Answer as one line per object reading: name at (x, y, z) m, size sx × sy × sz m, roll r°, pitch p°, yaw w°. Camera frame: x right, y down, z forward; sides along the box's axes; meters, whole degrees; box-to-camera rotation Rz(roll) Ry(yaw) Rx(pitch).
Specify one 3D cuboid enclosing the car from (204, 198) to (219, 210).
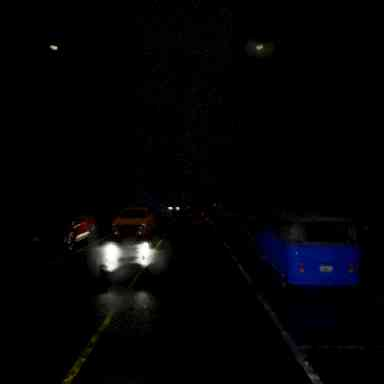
car at (2.846, 1.747, 48.400) m, size 1.967 × 1.590 × 4.097 m, roll 0°, pitch 0°, yaw 0°

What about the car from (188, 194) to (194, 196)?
car at (-0.021, 1.592, 79.067) m, size 2.150 × 2.045 × 5.566 m, roll 0°, pitch 0°, yaw 0°

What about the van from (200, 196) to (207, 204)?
van at (2.837, 1.917, 82.238) m, size 1.690 × 1.788 × 3.998 m, roll 0°, pitch 0°, yaw 0°

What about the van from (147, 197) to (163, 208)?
van at (-5.679, 1.648, 48.414) m, size 1.690 × 1.788 × 3.998 m, roll 0°, pitch 0°, yaw 0°

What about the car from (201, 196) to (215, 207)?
car at (2.842, 1.706, 59.681) m, size 2.192 × 1.841 × 5.009 m, roll 0°, pitch 0°, yaw 0°

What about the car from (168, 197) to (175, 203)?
car at (-5.693, 2.197, 93.353) m, size 1.752 × 1.417 × 4.829 m, roll 0°, pitch -1°, yaw 0°

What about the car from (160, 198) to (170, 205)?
car at (-5.686, 2.028, 70.968) m, size 1.887 × 1.381 × 4.507 m, roll 0°, pitch 0°, yaw 0°

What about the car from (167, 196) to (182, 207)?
car at (-3.063, 1.931, 58.725) m, size 2.033 × 1.411 × 5.357 m, roll 0°, pitch 0°, yaw 1°

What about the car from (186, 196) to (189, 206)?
car at (-0.015, 1.948, 63.489) m, size 1.812 × 1.442 × 4.674 m, roll 0°, pitch 0°, yaw 0°

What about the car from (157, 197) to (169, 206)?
car at (-5.685, 1.877, 65.330) m, size 1.967 × 1.590 × 4.097 m, roll 0°, pitch 0°, yaw 0°

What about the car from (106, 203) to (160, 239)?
car at (-3.106, 1.601, 18.469) m, size 1.882 × 1.535 × 5.008 m, roll 0°, pitch 0°, yaw 0°

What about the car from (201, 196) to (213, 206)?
car at (2.841, 1.752, 65.319) m, size 2.192 × 1.841 × 5.009 m, roll 0°, pitch 0°, yaw 0°

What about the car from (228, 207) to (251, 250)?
car at (2.856, 1.626, 14.733) m, size 1.752 × 1.417 × 4.829 m, roll 0°, pitch 0°, yaw 0°

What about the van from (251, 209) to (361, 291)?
van at (2.856, 1.405, 8.922) m, size 1.690 × 1.788 × 3.998 m, roll 0°, pitch 0°, yaw 0°

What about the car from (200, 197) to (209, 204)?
car at (2.838, 1.970, 76.597) m, size 1.967 × 1.590 × 4.097 m, roll 0°, pitch 0°, yaw 0°

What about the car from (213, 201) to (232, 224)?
car at (2.859, 1.692, 26.045) m, size 1.752 × 1.417 × 4.829 m, roll 0°, pitch 0°, yaw 1°

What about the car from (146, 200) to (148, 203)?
car at (-5.675, 1.724, 31.289) m, size 1.752 × 1.417 × 4.829 m, roll 0°, pitch 0°, yaw 1°

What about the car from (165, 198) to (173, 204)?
car at (-5.689, 2.158, 82.246) m, size 1.802 × 1.307 × 4.206 m, roll 0°, pitch 0°, yaw 0°

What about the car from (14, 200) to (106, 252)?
car at (-5.671, 1.415, 14.582) m, size 2.192 × 1.841 × 5.009 m, roll 0°, pitch 0°, yaw 0°

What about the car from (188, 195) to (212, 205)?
car at (0.888, 1.602, 40.127) m, size 2.097 × 1.767 × 4.553 m, roll 0°, pitch 0°, yaw 0°

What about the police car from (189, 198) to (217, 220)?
police car at (0.891, 1.617, 30.266) m, size 1.930 × 1.638 × 5.238 m, roll 0°, pitch 0°, yaw 0°

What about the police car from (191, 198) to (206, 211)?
police car at (0.887, 1.717, 46.267) m, size 1.930 × 1.638 × 5.238 m, roll 0°, pitch 0°, yaw 0°

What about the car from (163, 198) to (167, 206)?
car at (-5.681, 1.913, 54.051) m, size 1.947 × 1.339 × 4.313 m, roll 0°, pitch 0°, yaw 0°

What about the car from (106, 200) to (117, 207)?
car at (-5.672, 1.449, 20.222) m, size 2.192 × 1.841 × 5.009 m, roll 0°, pitch 0°, yaw 0°
